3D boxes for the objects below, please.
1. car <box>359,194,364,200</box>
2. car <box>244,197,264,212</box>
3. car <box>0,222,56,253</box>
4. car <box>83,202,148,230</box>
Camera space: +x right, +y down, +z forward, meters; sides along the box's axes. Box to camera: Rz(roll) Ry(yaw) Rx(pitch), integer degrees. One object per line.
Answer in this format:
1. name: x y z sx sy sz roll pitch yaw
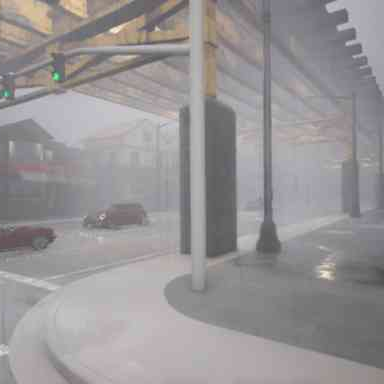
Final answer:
1. car: 38.629 1.158 78.710 2.033 1.411 5.357 -1 0 35
2. car: 8.222 1.497 41.530 2.097 1.767 4.553 -1 0 35
3. car: -7.686 1.742 12.600 1.895 1.301 4.718 -1 0 35
4. car: -5.099 1.532 22.566 2.097 1.767 4.553 -1 0 35
